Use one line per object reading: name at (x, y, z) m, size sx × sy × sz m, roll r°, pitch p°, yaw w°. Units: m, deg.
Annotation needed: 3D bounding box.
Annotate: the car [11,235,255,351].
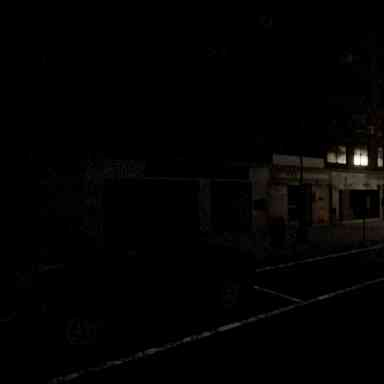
car at (-0.813, 1.544, 6.185) m, size 4.507 × 1.381 × 1.887 m, roll 0°, pitch 0°, yaw -35°
